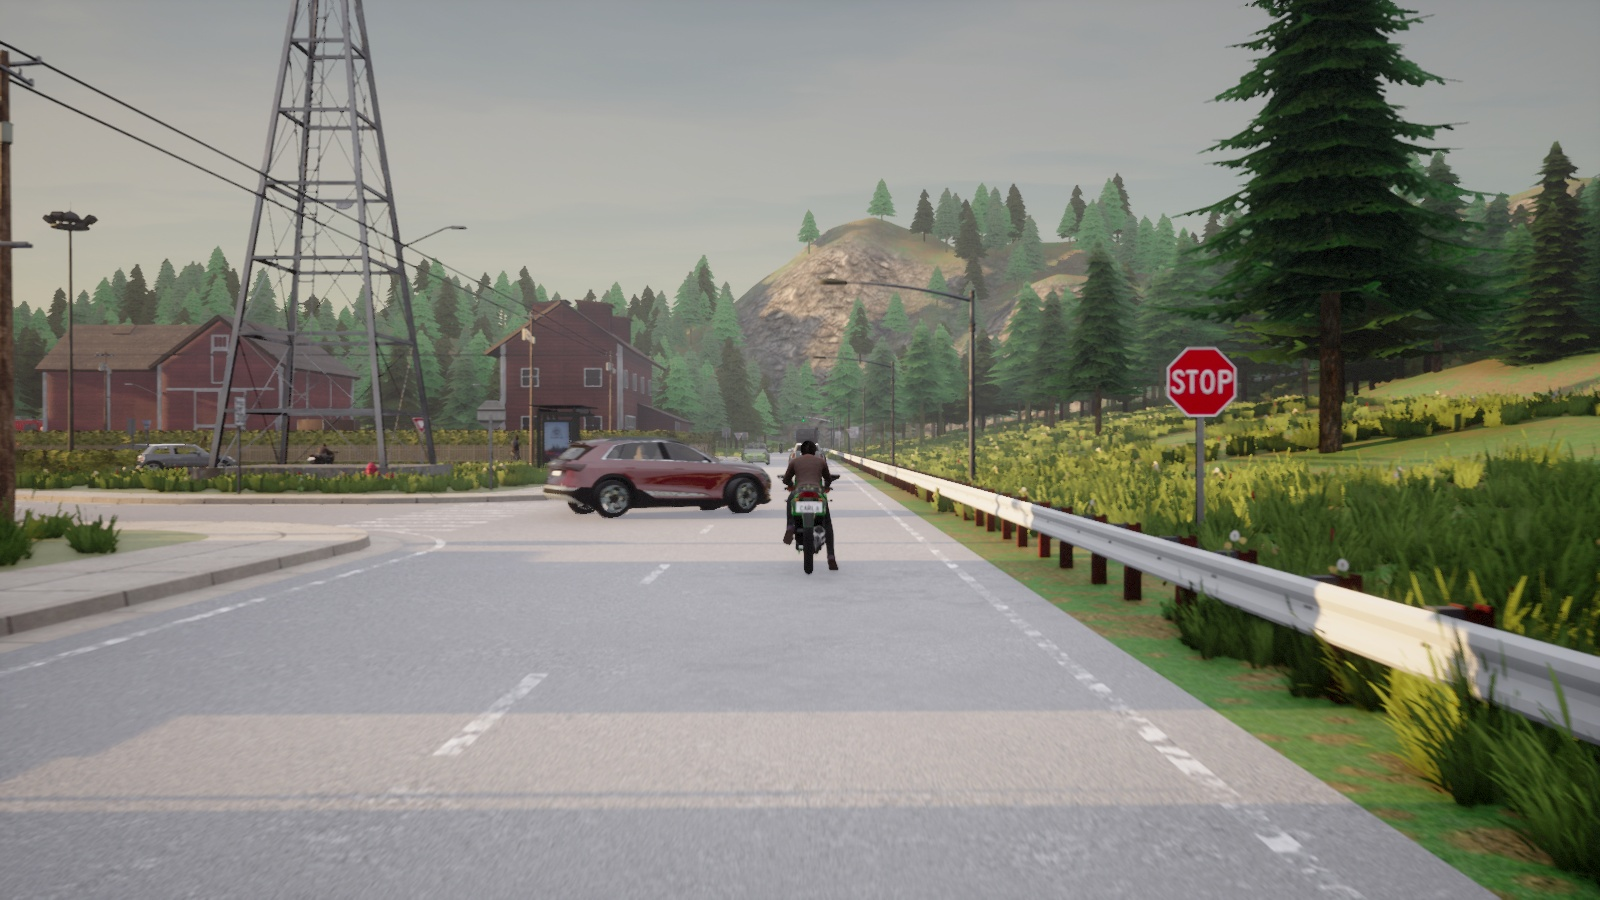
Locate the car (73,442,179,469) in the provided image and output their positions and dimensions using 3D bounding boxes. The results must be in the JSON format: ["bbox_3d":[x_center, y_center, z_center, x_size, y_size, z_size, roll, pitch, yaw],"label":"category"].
[{"bbox_3d":[-37.828,0.318,70.606,4.792,1.488,2.163,0,0,0],"label":"car"}]

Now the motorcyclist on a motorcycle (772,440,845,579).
[{"bbox_3d":[0.100,0.646,14.814,0.797,1.523,2.044,0,1,0],"label":"motorcyclist on a motorcycle"}]

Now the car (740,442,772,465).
[{"bbox_3d":[-2.998,0.208,85.624,2.007,1.525,4.514,0,0,0],"label":"car"}]

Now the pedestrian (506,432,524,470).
[{"bbox_3d":[-14.333,0.034,63.221,0.849,1.883,0.563,0,0,-10],"label":"pedestrian"}]

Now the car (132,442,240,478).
[{"bbox_3d":[-25.739,0.394,52.661,3.806,1.475,1.970,0,0,-34],"label":"car"}]

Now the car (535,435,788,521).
[{"bbox_3d":[-2.883,0.525,26.384,4.856,1.649,2.033,0,1,-30],"label":"car"}]

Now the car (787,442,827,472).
[{"bbox_3d":[0.379,0.352,63.885,1.970,1.475,3.806,0,0,0],"label":"car"}]

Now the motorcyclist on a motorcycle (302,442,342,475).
[{"bbox_3d":[-22.455,0.378,59.037,0.797,1.523,2.044,0,0,11],"label":"motorcyclist on a motorcycle"}]
